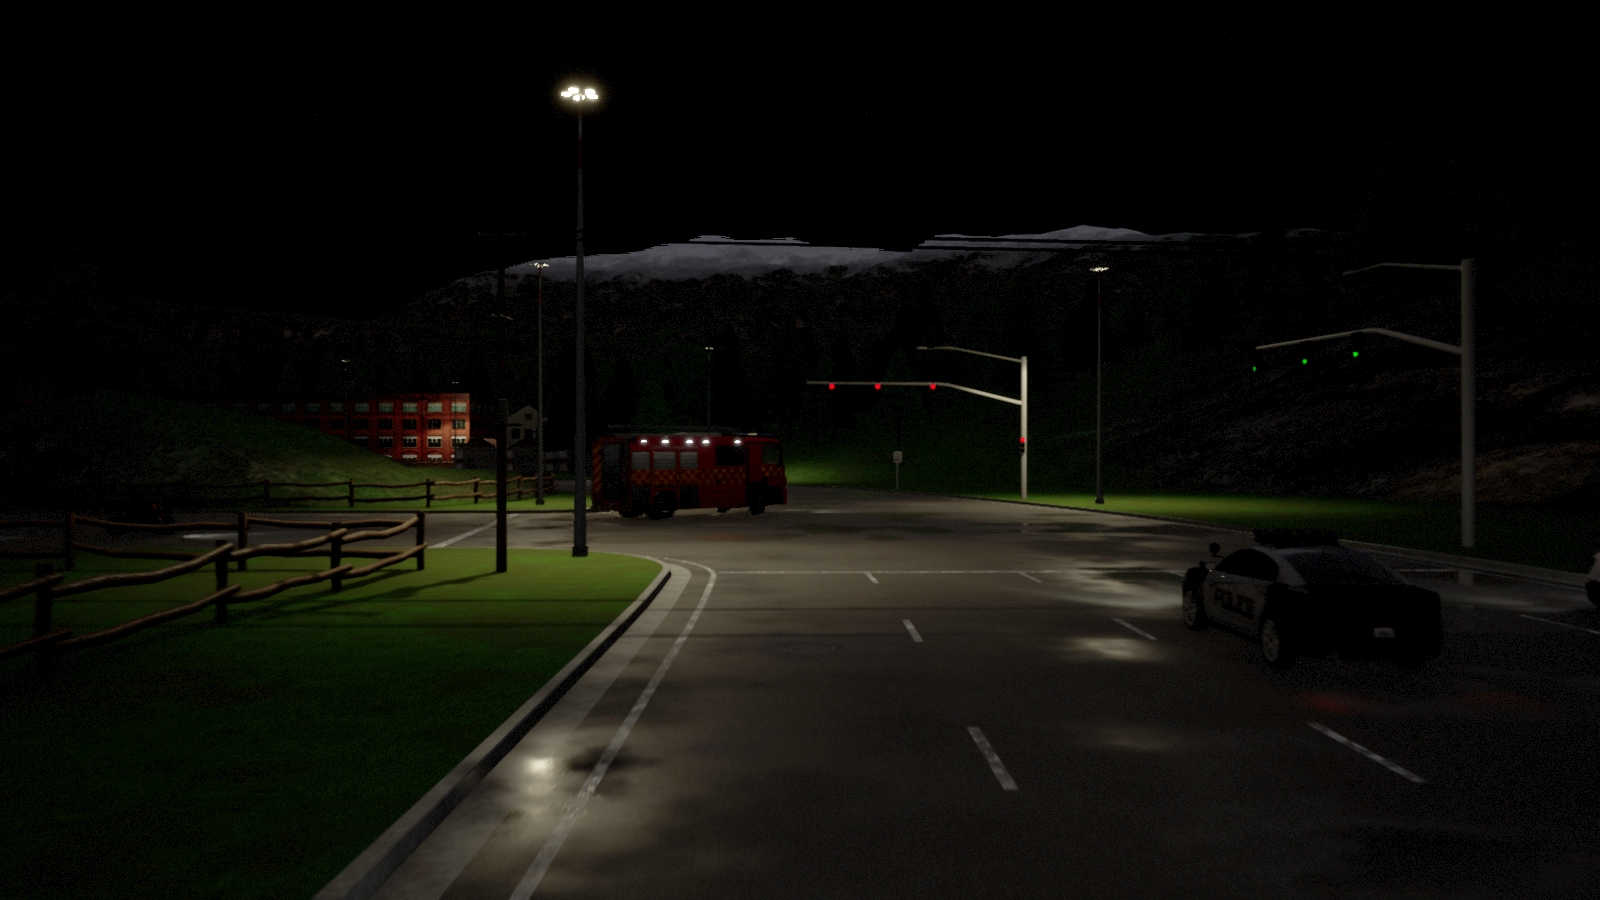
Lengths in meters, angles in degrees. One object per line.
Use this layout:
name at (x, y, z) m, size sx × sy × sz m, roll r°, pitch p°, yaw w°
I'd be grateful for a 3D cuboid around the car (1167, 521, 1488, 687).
car at (7.091, 1.982, 16.156) m, size 2.097 × 1.638 × 5.238 m, roll 0°, pitch 0°, yaw 0°

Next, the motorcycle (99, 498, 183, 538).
motorcycle at (-21.457, 2.205, 37.234) m, size 2.209 × 1.251 × 0.867 m, roll 0°, pitch 0°, yaw -1°

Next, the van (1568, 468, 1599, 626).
van at (13.964, 1.529, 16.350) m, size 1.988 × 2.561 × 5.915 m, roll 0°, pitch -1°, yaw 0°
